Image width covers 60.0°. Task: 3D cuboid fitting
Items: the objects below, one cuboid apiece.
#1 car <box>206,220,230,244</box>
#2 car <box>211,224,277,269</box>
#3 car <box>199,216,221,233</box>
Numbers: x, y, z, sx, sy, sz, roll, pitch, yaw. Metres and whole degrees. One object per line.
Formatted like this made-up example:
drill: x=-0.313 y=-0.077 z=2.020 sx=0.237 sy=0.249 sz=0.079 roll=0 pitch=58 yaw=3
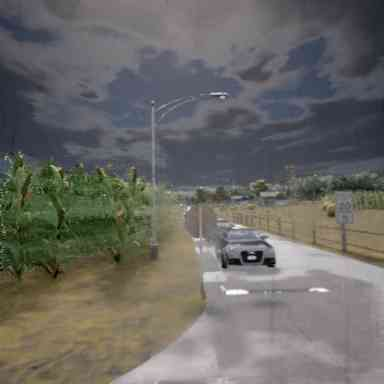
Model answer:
car: x=1.910 y=2.668 z=23.055 sx=1.812 sy=1.442 sz=4.674 roll=-1 pitch=-3 yaw=-1
car: x=2.079 y=2.229 z=13.710 sx=1.994 sy=1.385 sz=4.181 roll=-1 pitch=-3 yaw=-1
car: x=1.734 y=3.154 z=32.959 sx=1.812 sy=1.442 sz=4.674 roll=-1 pitch=-3 yaw=-1
